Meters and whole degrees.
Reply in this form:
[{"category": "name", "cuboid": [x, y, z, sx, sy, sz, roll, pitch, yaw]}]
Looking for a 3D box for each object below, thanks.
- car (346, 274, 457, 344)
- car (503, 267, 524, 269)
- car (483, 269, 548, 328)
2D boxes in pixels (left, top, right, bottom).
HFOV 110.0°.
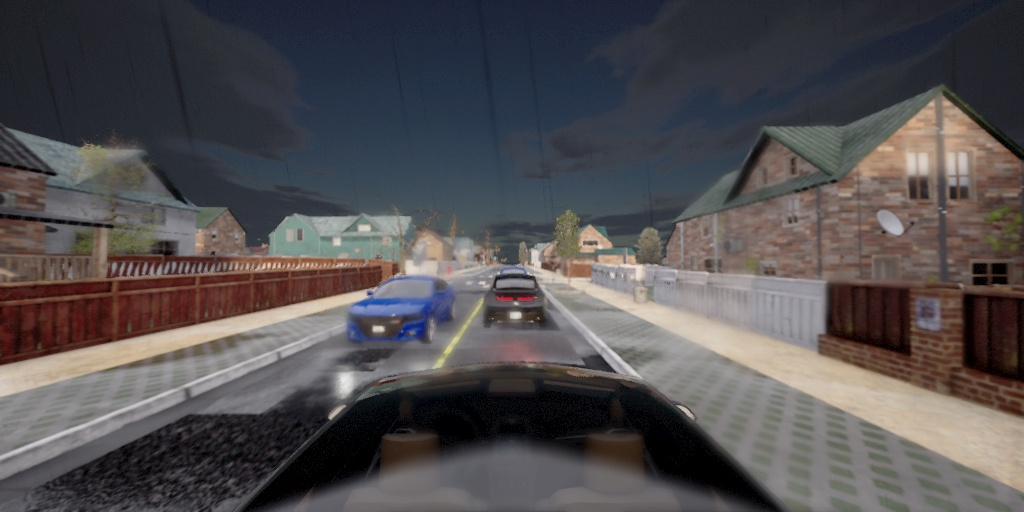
[{"category": "car", "cuboid": [-2.780, 1.297, 10.034, 1.882, 1.535, 5.008, 0, -1, 0]}, {"category": "car", "cuboid": [0.096, 1.402, 21.625, 1.882, 1.535, 5.008, 0, -1, 0]}, {"category": "car", "cuboid": [0.099, 1.338, 11.742, 1.837, 1.490, 4.892, 0, -1, 0]}]
